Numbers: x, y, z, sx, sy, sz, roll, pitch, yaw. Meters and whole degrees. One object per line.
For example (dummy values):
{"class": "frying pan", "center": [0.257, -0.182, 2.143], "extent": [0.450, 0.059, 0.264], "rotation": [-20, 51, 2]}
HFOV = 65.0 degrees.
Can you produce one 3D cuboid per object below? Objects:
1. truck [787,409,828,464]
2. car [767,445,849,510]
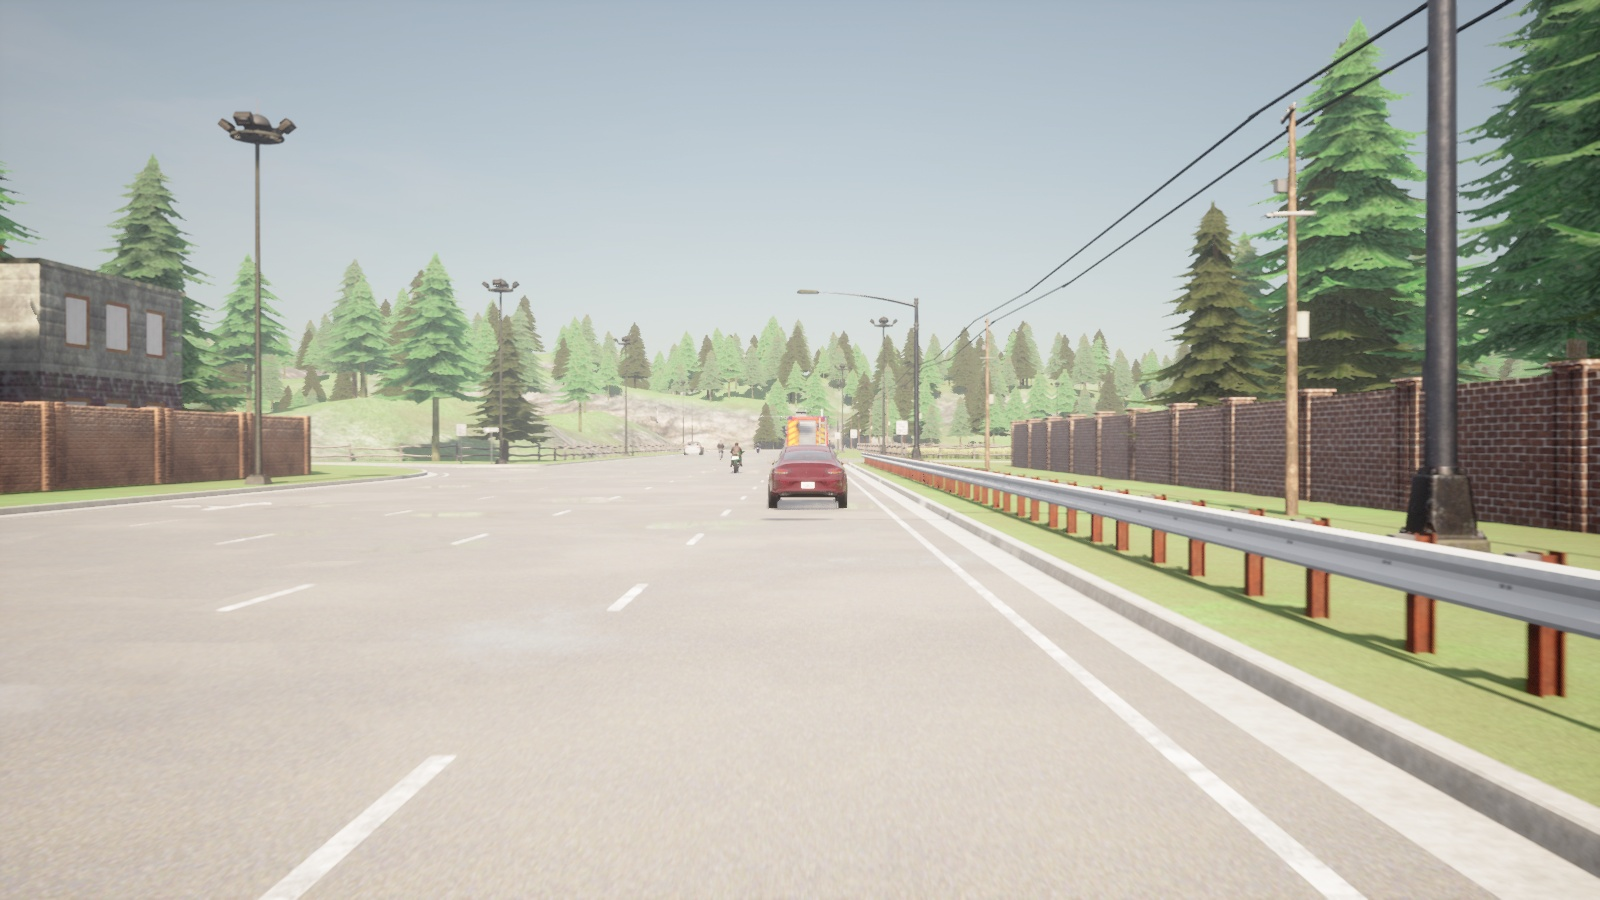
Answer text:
{"class": "truck", "center": [0.539, -0.934, 91.685], "extent": [2.891, 3.827, 8.468], "rotation": [0, 0, 0]}
{"class": "car", "center": [0.187, 0.602, 30.167], "extent": [1.812, 1.442, 4.674], "rotation": [0, 0, 0]}
